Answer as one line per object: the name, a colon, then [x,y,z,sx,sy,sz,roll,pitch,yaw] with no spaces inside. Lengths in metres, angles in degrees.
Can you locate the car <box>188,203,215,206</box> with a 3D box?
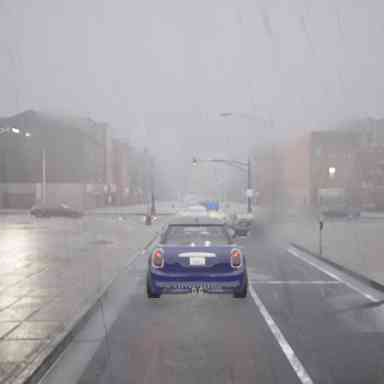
car: [0.412,1.699,23.042,1.812,1.442,4.674,0,-1,6]

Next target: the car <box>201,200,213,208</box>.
car: [2.637,2.128,59.998,2.008,1.369,4.403,-1,-1,0]

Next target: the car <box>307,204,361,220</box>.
car: [13.683,1.902,32.121,4.902,1.511,2.128,1,0,0]

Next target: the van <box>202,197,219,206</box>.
van: [2.630,1.721,44.131,1.690,1.788,3.998,-1,-1,0]

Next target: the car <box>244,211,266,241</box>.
car: [2.630,1.668,17.172,2.008,1.369,4.403,-1,0,0]

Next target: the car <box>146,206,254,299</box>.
car: [0.100,1.406,8.717,2.097,1.767,4.553,0,0,0]

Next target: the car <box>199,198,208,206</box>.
car: [2.638,2.247,75.870,1.967,1.590,4.097,-1,-1,0]

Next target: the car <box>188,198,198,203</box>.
car: [0.023,2.389,75.007,1.895,1.301,4.718,0,-1,0]

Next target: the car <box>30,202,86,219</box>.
car: [-11.711,1.622,29.229,4.674,1.442,1.812,1,0,2]

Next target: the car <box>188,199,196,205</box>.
car: [0.023,2.478,84.973,2.128,1.511,4.902,0,-1,0]

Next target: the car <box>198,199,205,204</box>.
car: [2.644,2.650,91.736,1.802,1.307,4.206,-2,-1,0]

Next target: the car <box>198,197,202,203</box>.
car: [2.631,1.821,54.713,2.192,1.841,5.009,-1,-1,0]

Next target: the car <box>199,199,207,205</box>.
car: [2.641,2.435,81.157,1.887,1.381,4.507,-1,-1,0]

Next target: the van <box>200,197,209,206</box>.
van: [2.635,2.068,70.581,1.690,1.788,3.998,-1,-1,0]
